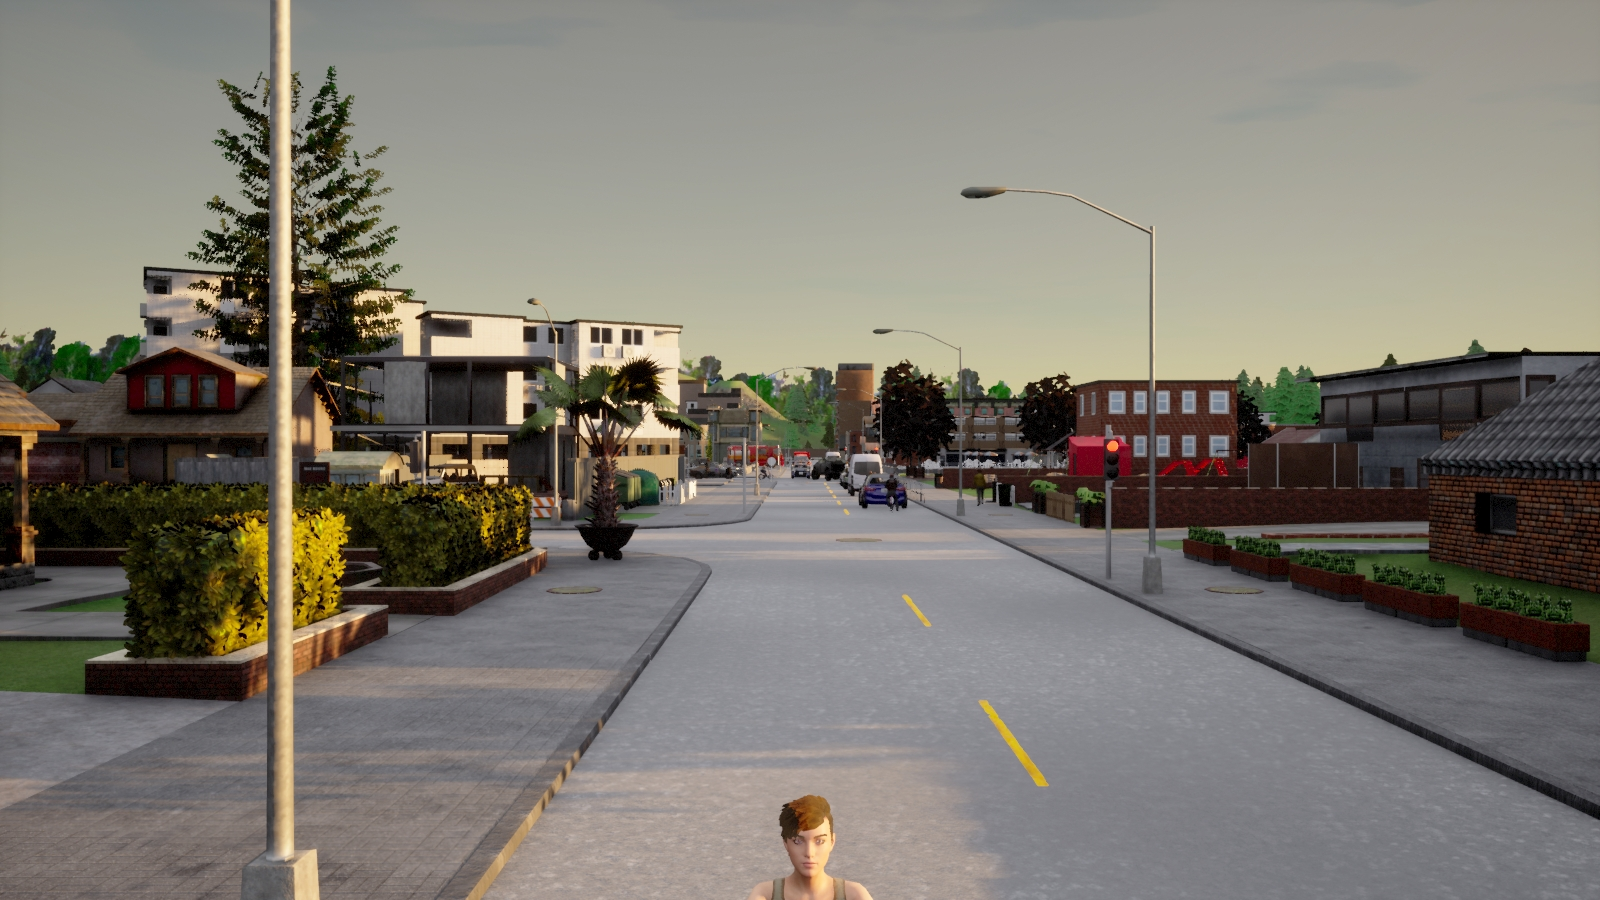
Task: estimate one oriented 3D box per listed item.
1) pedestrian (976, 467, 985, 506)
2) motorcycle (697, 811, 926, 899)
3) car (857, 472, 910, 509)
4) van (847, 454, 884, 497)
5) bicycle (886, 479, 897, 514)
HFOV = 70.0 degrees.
[{"bbox_3d":[8.680,1.744,54.929,0.375,1.860,0.375,0,0,21],"label":"pedestrian"},{"bbox_3d":[0.039,2.155,3.558,0.764,1.307,2.356,0,0,0],"label":"motorcycle"},{"bbox_3d":[4.046,1.967,56.171,2.242,1.667,4.611,0,0,0],"label":"car"},{"bbox_3d":[4.045,1.534,71.355,1.988,2.561,5.915,0,0,0],"label":"van"},{"bbox_3d":[4.077,2.060,50.937,0.329,1.471,1.835,0,0,0],"label":"bicycle"}]
